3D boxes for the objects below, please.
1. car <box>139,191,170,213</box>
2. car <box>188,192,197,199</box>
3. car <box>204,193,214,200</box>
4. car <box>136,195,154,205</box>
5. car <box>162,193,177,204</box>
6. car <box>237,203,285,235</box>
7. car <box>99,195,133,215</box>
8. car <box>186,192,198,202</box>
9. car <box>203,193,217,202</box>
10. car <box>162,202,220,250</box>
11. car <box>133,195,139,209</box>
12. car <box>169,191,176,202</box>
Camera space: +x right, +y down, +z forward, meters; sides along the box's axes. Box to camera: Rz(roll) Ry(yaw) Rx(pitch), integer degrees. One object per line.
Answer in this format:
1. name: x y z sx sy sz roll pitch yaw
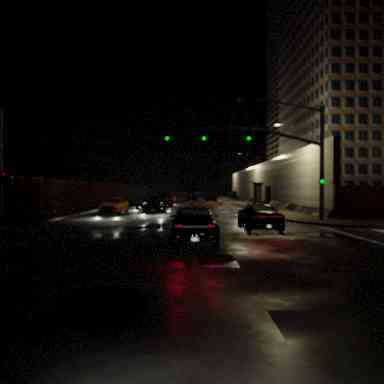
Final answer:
1. car: -3.585 1.064 32.676 2.097 1.767 4.553 0 0 0
2. car: 0.001 0.718 70.305 1.837 1.490 4.892 0 0 0
3. car: 3.502 0.888 70.401 1.837 1.490 4.892 0 0 0
4. car: -6.999 1.167 50.052 1.895 1.301 4.718 0 0 1
5. car: -3.499 1.022 52.414 1.882 1.535 5.008 0 0 0
6. car: 3.602 1.353 17.922 2.128 1.511 4.902 0 1 0
7. car: -7.090 1.210 30.567 1.882 1.535 5.008 0 0 0
8. car: 0.001 0.830 60.053 2.097 1.767 4.553 0 0 0
9. car: 3.501 1.001 60.096 1.812 1.442 4.674 0 0 0
10. car: 0.101 1.389 13.874 2.128 1.511 4.902 0 1 0
11. car: -7.079 1.130 39.888 1.882 1.535 5.008 0 0 0
12. car: -3.561 0.852 42.264 2.150 2.045 5.566 0 0 0
